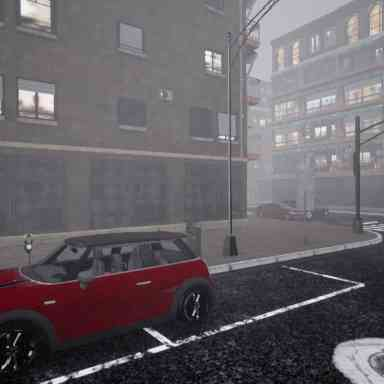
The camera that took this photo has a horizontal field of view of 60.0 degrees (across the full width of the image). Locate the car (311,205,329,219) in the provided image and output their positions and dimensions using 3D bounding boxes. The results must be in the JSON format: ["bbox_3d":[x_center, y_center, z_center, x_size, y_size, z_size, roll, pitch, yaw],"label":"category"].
[{"bbox_3d":[8.918,1.347,27.726,1.882,1.535,5.008,-1,1,-35],"label":"car"}]

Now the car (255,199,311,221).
[{"bbox_3d":[6.831,1.473,26.206,1.802,1.307,4.206,0,0,-35],"label":"car"}]

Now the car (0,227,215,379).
[{"bbox_3d":[-1.662,1.440,5.432,4.097,1.590,1.967,0,0,-35],"label":"car"}]
